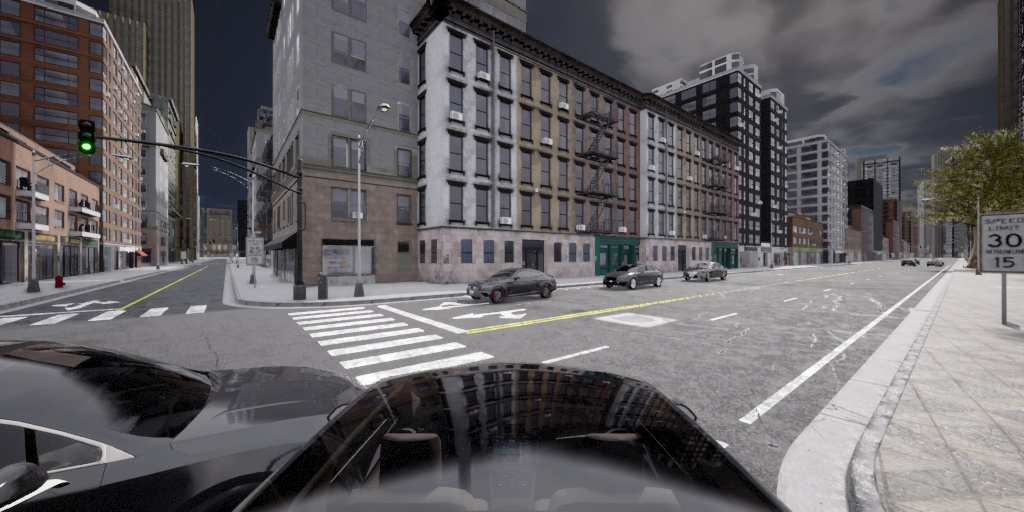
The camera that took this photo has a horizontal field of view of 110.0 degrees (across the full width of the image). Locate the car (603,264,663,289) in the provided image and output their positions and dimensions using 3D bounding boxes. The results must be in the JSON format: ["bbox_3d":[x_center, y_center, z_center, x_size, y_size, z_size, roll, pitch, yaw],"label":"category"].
[{"bbox_3d":[7.829,1.259,22.992,4.892,1.490,1.837,0,0,-38],"label":"car"}]

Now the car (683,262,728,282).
[{"bbox_3d":[15.889,1.237,29.400,4.902,1.511,2.128,0,0,-38],"label":"car"}]

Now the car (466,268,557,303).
[{"bbox_3d":[0.090,1.287,16.827,4.674,1.442,1.812,0,0,-39],"label":"car"}]

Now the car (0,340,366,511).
[{"bbox_3d":[-3.209,1.257,1.880,4.892,1.490,1.837,0,0,-34],"label":"car"}]
